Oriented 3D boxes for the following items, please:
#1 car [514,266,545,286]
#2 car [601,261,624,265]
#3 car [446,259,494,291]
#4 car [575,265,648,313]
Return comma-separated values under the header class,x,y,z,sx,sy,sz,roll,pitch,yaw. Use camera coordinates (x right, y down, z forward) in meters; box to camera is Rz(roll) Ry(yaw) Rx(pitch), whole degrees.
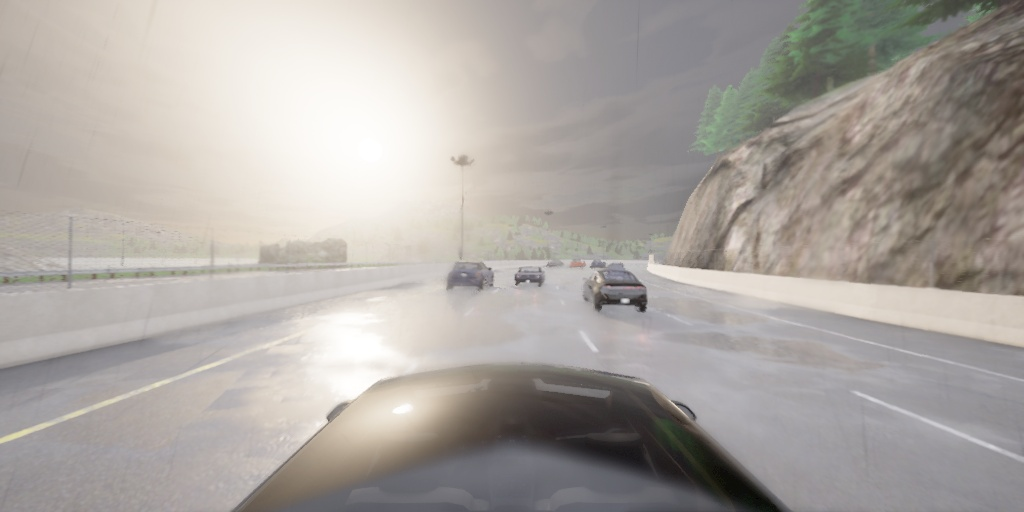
class,x,y,z,sx,sy,sz,roll,pitch,yaw
car,1.367,1.377,25.507,1.895,1.301,4.718,1,0,8
car,9.904,1.455,34.521,2.033,1.411,5.357,1,0,13
car,-2.365,1.071,21.583,2.097,1.767,4.553,1,0,6
car,3.994,1.305,14.487,2.128,1.511,4.902,1,0,4
